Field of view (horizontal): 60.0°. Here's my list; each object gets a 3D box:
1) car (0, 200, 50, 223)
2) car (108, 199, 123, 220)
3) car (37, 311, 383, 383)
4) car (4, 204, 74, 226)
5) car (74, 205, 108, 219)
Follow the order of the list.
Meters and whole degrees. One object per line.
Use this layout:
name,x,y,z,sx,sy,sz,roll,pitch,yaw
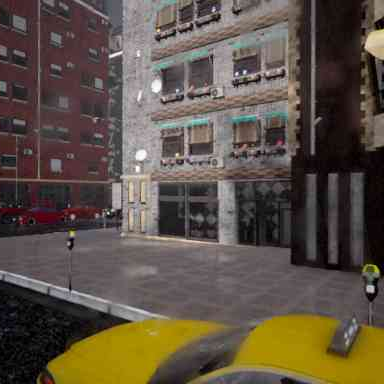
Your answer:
car,-14.096,1.616,27.621,2.192,1.841,5.009,-1,-2,35
car,-6.392,1.704,33.964,2.150,2.045,5.566,0,-1,35
car,0.783,1.526,2.317,4.829,1.417,1.752,0,0,36
car,-11.949,1.873,26.144,1.994,1.385,4.181,0,-1,35
car,-10.798,1.948,32.258,1.887,1.381,4.507,-1,-2,35
